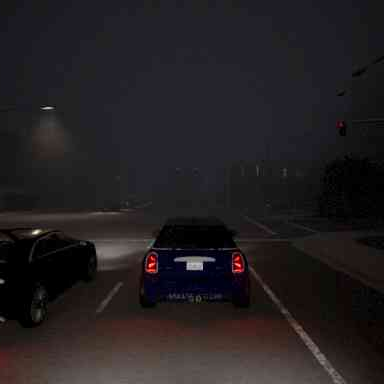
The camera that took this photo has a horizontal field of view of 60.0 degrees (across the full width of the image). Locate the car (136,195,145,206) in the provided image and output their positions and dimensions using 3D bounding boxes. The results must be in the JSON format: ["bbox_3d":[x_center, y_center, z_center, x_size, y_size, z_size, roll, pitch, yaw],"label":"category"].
[{"bbox_3d":[-10.674,1.812,62.708,1.882,1.535,5.008,0,1,0],"label":"car"}]

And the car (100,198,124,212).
[{"bbox_3d":[-10.679,1.850,43.872,1.812,1.442,4.674,0,0,0],"label":"car"}]

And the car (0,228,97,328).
[{"bbox_3d":[-3.447,1.502,6.993,2.128,1.511,4.902,0,0,0],"label":"car"}]

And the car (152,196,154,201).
[{"bbox_3d":[-10.655,1.625,82.894,2.128,1.511,4.902,0,0,0],"label":"car"}]

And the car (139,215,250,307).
[{"bbox_3d":[0.058,1.363,8.133,2.097,1.767,4.553,0,0,0],"label":"car"}]

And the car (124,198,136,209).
[{"bbox_3d":[-10.692,1.735,52.922,2.097,1.767,4.553,0,0,0],"label":"car"}]

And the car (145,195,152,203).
[{"bbox_3d":[-10.636,1.545,72.761,2.097,1.767,4.553,0,1,0],"label":"car"}]

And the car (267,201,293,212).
[{"bbox_3d":[11.822,1.905,44.703,1.812,1.442,4.674,-1,-1,45],"label":"car"}]
